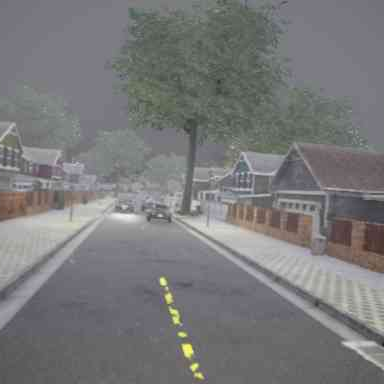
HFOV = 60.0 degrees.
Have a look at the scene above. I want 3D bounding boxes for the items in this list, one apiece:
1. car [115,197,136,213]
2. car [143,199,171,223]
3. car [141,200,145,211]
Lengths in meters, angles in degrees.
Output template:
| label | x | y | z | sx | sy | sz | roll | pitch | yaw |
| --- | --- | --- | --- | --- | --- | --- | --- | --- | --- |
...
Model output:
| label | x | y | z | sx | sy | sz | roll | pitch | yaw |
| --- | --- | --- | --- | --- | --- | --- | --- | --- | --- |
| car | -7.088 | 1.319 | 35.224 | 2.128 | 1.511 | 4.902 | 4 | -1 | -11 |
| car | -2.698 | 1.587 | 26.854 | 1.812 | 1.442 | 4.674 | 4 | -1 | -9 |
| car | -5.123 | 1.548 | 39.993 | 1.812 | 1.442 | 4.674 | 4 | -1 | -10 |
